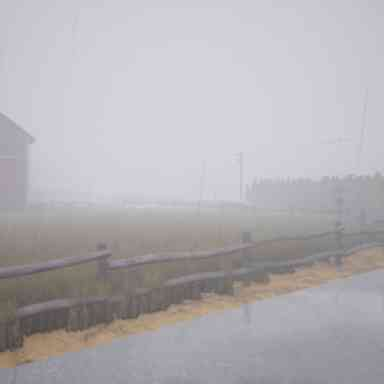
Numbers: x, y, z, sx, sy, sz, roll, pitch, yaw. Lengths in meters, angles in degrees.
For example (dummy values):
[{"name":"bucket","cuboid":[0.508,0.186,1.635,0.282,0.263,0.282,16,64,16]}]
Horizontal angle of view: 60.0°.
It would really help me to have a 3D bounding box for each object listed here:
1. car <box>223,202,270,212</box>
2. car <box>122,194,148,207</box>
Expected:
[{"name":"car","cuboid":[4.935,1.606,31.407,2.033,1.411,5.357,0,0,-35]},{"name":"car","cuboid":[-8.803,1.282,50.969,2.150,2.045,5.566,0,0,-35]}]
